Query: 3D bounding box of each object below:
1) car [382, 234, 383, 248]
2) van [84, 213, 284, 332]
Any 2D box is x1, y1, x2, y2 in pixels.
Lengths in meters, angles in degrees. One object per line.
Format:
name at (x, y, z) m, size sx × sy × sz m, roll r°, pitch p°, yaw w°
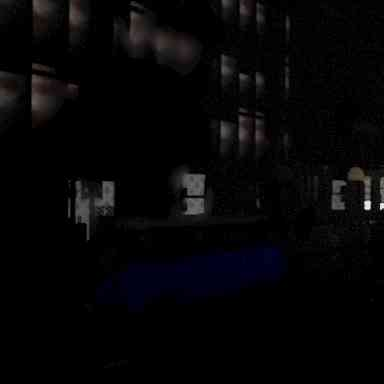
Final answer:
car at (9.311, 1.614, 13.193) m, size 4.313 × 1.339 × 1.947 m, roll 0°, pitch 0°, yaw -35°
van at (0.049, 1.353, 6.584) m, size 3.998 × 1.788 × 1.690 m, roll 0°, pitch 0°, yaw -35°
